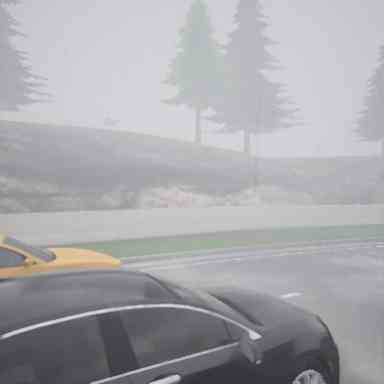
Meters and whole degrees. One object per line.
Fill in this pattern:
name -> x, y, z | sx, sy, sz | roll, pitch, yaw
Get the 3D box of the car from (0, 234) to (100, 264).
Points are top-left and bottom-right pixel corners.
car -> -3.602, 1.411, 5.483 | 5.008, 1.535, 1.882 | 0, 0, -35

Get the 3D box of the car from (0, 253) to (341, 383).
car -> -0.699, 1.472, 2.903 | 4.892, 1.490, 1.837 | 0, 0, -34
